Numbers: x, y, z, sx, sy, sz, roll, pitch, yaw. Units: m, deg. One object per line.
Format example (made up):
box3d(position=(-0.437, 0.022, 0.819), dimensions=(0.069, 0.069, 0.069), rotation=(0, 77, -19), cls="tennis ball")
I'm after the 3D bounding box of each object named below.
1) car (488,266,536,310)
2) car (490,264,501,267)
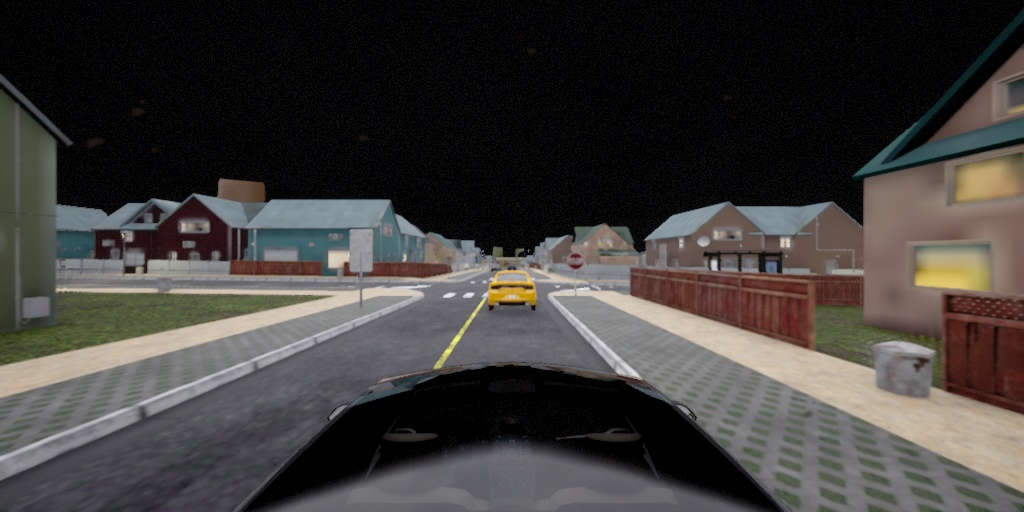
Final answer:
box3d(position=(0.019, 1.376, 15.679), dimensions=(1.882, 1.535, 5.008), rotation=(0, -1, 0), cls="car")
box3d(position=(-2.797, 2.118, 63.419), dimensions=(1.837, 1.490, 4.892), rotation=(0, -1, 1), cls="car")
